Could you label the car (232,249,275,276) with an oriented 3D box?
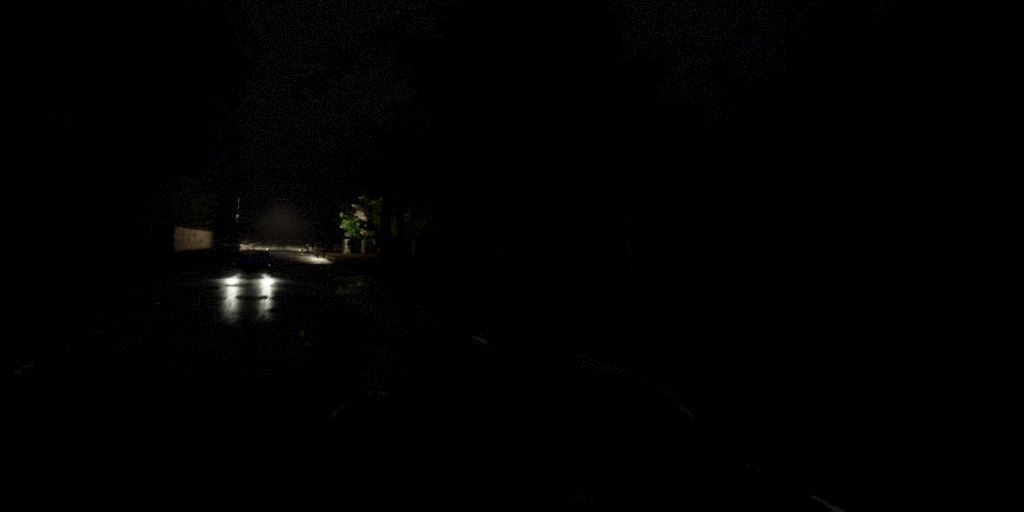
[{"bbox_3d":[-15.816,0.332,22.048,1.882,1.535,5.008,3,0,-33],"label":"car"}]
